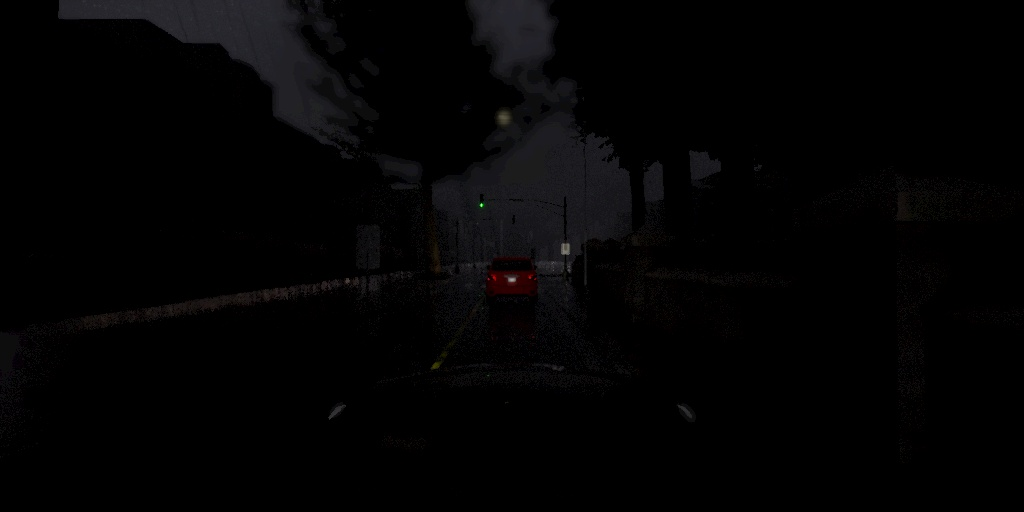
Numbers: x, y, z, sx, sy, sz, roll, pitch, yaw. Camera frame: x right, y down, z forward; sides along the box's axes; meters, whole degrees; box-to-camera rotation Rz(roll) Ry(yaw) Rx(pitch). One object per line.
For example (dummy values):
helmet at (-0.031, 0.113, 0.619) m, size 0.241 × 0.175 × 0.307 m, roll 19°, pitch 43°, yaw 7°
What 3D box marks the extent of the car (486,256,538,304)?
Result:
car at (0.000, 1.012, 16.532) m, size 2.150 × 2.045 × 5.566 m, roll 0°, pitch 0°, yaw 0°
